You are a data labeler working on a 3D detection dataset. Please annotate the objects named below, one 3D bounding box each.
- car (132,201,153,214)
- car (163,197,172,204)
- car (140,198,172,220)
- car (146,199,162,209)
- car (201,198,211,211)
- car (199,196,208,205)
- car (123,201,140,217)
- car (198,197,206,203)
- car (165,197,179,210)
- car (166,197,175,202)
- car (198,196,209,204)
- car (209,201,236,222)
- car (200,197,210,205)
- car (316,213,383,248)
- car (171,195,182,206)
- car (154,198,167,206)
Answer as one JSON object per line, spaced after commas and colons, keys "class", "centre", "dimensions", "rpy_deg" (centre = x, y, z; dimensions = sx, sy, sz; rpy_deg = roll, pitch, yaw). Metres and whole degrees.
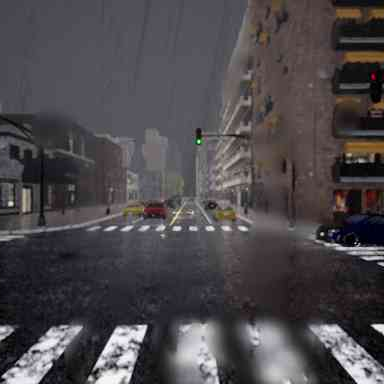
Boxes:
{"class": "car", "centre": [-5.754, 1.753, 39.206], "dimensions": [1.887, 1.381, 4.507], "rpy_deg": [0, 0, 0]}
{"class": "car", "centre": [-5.824, 1.899, 79.082], "dimensions": [1.967, 1.590, 4.097], "rpy_deg": [0, 0, 0]}
{"class": "car", "centre": [-3.151, 1.633, 29.745], "dimensions": [1.882, 1.535, 5.008], "rpy_deg": [0, 0, 0]}
{"class": "car", "centre": [-5.774, 1.819, 50.600], "dimensions": [1.887, 1.381, 4.507], "rpy_deg": [0, 0, 0]}
{"class": "car", "centre": [2.616, 1.806, 44.913], "dimensions": [1.947, 1.339, 4.313], "rpy_deg": [0, 0, 0]}
{"class": "car", "centre": [2.586, 1.896, 62.002], "dimensions": [2.008, 1.369, 4.403], "rpy_deg": [0, 0, 0]}
{"class": "car", "centre": [-5.743, 1.701, 33.339], "dimensions": [1.752, 1.417, 4.829], "rpy_deg": [0, 0, 0]}
{"class": "car", "centre": [2.545, 2.079, 84.789], "dimensions": [1.802, 1.307, 4.206], "rpy_deg": [0, 0, 0]}
{"class": "car", "centre": [-3.168, 1.758, 46.789], "dimensions": [1.837, 1.490, 4.892], "rpy_deg": [0, -1, 0]}
{"class": "car", "centre": [-5.846, 2.104, 90.474], "dimensions": [1.947, 1.339, 4.313], "rpy_deg": [0, 0, 0]}
{"class": "car", "centre": [2.567, 1.735, 73.398], "dimensions": [2.192, 1.841, 5.009], "rpy_deg": [0, 0, 0]}
{"class": "car", "centre": [2.647, 1.671, 27.993], "dimensions": [1.752, 1.417, 4.829], "rpy_deg": [0, 0, 0]}
{"class": "car", "centre": [2.576, 1.822, 67.700], "dimensions": [1.967, 1.590, 4.097], "rpy_deg": [0, 0, 0]}
{"class": "car", "centre": [7.694, 1.644, 14.567], "dimensions": [4.181, 1.385, 1.994], "rpy_deg": [0, -1, -1]}
{"class": "car", "centre": [-3.113, 1.563, 63.624], "dimensions": [2.150, 2.045, 5.566], "rpy_deg": [0, -1, 0]}
{"class": "car", "centre": [-5.795, 1.896, 61.992], "dimensions": [2.008, 1.369, 4.403], "rpy_deg": [0, 0, 0]}
